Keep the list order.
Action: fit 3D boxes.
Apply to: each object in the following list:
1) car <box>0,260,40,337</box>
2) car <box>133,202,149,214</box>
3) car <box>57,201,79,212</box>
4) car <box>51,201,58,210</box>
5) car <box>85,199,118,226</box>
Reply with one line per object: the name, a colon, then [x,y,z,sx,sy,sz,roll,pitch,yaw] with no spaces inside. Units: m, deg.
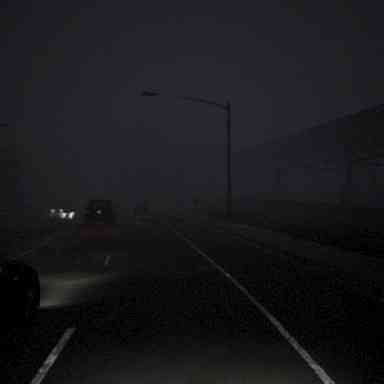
car: [-3.769,1.434,4.379,2.097,1.767,4.553,-1,-1,-5]
car: [-6.749,2.061,44.068,2.128,1.511,4.902,-1,0,-10]
car: [-18.944,2.247,51.971,2.128,1.511,4.902,-1,0,-9]
car: [-23.828,2.316,59.773,1.837,1.490,4.892,-1,0,-9]
car: [-7.378,1.612,27.308,2.150,2.045,5.566,-1,-1,-10]
